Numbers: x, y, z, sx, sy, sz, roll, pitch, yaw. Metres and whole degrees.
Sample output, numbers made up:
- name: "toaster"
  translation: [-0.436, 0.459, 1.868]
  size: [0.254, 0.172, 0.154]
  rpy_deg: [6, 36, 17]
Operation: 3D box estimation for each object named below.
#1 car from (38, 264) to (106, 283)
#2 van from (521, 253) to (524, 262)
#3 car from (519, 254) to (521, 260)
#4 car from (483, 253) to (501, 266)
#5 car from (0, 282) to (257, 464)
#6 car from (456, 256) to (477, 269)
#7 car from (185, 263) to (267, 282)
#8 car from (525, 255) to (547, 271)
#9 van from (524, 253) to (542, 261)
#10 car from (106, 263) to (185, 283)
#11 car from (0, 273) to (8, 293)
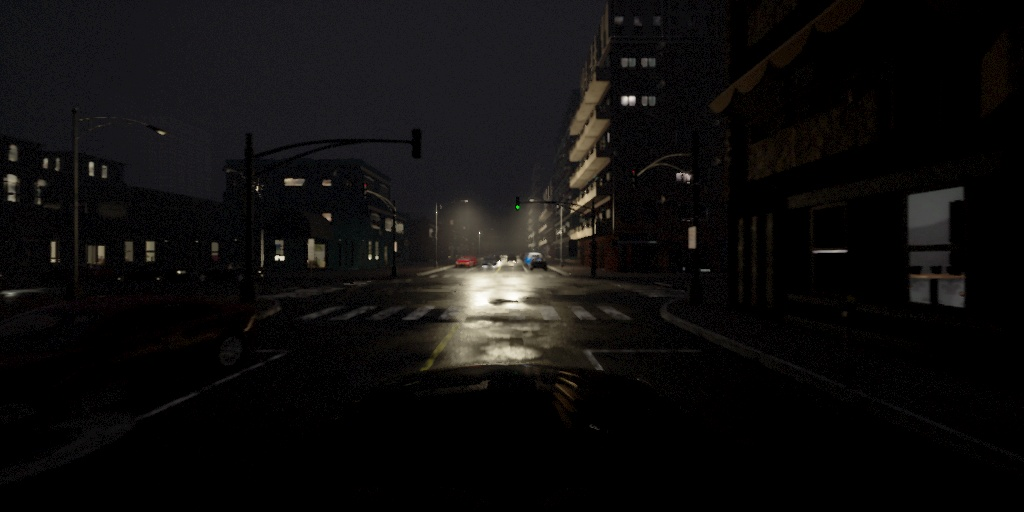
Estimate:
- name: "car"
  translation: [-30.666, 1.217, 25.332]
  size: [4.207, 1.307, 1.802]
  rpy_deg: [0, 0, 1]
- name: "van"
  translation: [2.713, 0.372, 54.119]
  size: [1.690, 1.789, 3.998]
  rpy_deg: [0, 0, 0]
- name: "car"
  translation: [2.718, 0.396, 65.448]
  size: [1.751, 1.417, 4.829]
  rpy_deg: [0, 0, 0]
- name: "car"
  translation: [-3.028, 0.627, 50.685]
  size: [2.033, 1.411, 5.357]
  rpy_deg: [0, 1, 1]
- name: "car"
  translation: [-5.655, 1.254, 4.864]
  size: [1.888, 1.381, 4.507]
  rpy_deg: [0, 0, 0]
- name: "car"
  translation: [-5.673, 0.771, 42.925]
  size: [1.802, 1.307, 4.207]
  rpy_deg: [0, 0, 0]
- name: "car"
  translation: [-19.705, 1.137, 25.177]
  size: [4.403, 1.370, 2.007]
  rpy_deg: [0, 0, 1]
- name: "car"
  translation: [2.706, 0.817, 37.378]
  size: [2.007, 1.370, 4.403]
  rpy_deg: [0, 0, 0]
- name: "van"
  translation: [2.708, 0.529, 42.957]
  size: [1.690, 1.789, 3.998]
  rpy_deg: [0, 0, 0]
- name: "car"
  translation: [-25.186, 1.177, 25.255]
  size: [4.313, 1.339, 1.948]
  rpy_deg: [0, 0, 1]
- name: "car"
  translation: [-26.367, 1.044, 16.632]
  size: [4.097, 1.591, 1.967]
  rpy_deg: [0, 0, 1]
